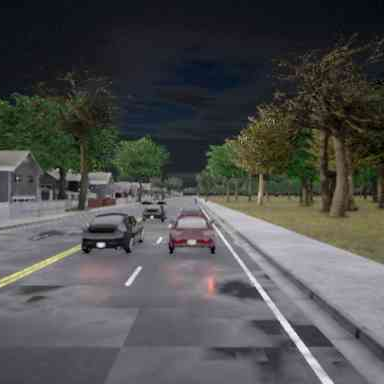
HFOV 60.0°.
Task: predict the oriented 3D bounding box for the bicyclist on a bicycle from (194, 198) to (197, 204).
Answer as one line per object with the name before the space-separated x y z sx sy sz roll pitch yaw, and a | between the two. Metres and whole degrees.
bicyclist on a bicycle | 0.922 2.218 79.174 0.582 1.620 1.656 0 -1 0

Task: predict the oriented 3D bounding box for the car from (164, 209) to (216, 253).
car | 0.009 1.667 14.360 1.812 1.442 4.674 0 0 0

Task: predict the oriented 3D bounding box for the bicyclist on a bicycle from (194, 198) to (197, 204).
bicyclist on a bicycle | 0.925 2.304 88.174 0.582 1.620 1.656 0 -1 0

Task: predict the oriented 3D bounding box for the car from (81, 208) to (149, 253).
car | -3.242 1.648 14.291 1.837 1.490 4.892 0 0 0

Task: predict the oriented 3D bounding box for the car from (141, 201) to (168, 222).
car | -3.237 1.793 29.289 1.837 1.490 4.892 0 0 0

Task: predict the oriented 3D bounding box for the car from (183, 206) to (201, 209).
car | 0.011 1.884 29.103 1.895 1.301 4.718 0 -1 0
